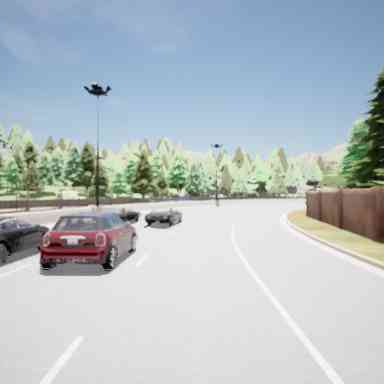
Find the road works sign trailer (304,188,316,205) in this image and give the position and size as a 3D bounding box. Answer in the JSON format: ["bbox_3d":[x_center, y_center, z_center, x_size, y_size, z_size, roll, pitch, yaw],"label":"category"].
[{"bbox_3d":[25.918,1.038,72.199,2.880,3.560,2.380,0,-1,-42],"label":"road works sign trailer"}]

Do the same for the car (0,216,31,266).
[{"bbox_3d":[-6.802,1.585,11.885,2.128,1.511,4.902,0,-1,3],"label":"car"}]

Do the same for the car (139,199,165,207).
[{"bbox_3d":[-7.403,2.041,62.147,2.033,1.411,5.357,0,-1,29],"label":"car"}]

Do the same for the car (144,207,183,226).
[{"bbox_3d":[-1.985,1.800,25.022,1.895,1.301,4.718,0,0,10],"label":"car"}]

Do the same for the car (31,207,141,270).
[{"bbox_3d":[-3.311,1.445,11.578,2.097,1.767,4.553,0,0,2],"label":"car"}]
